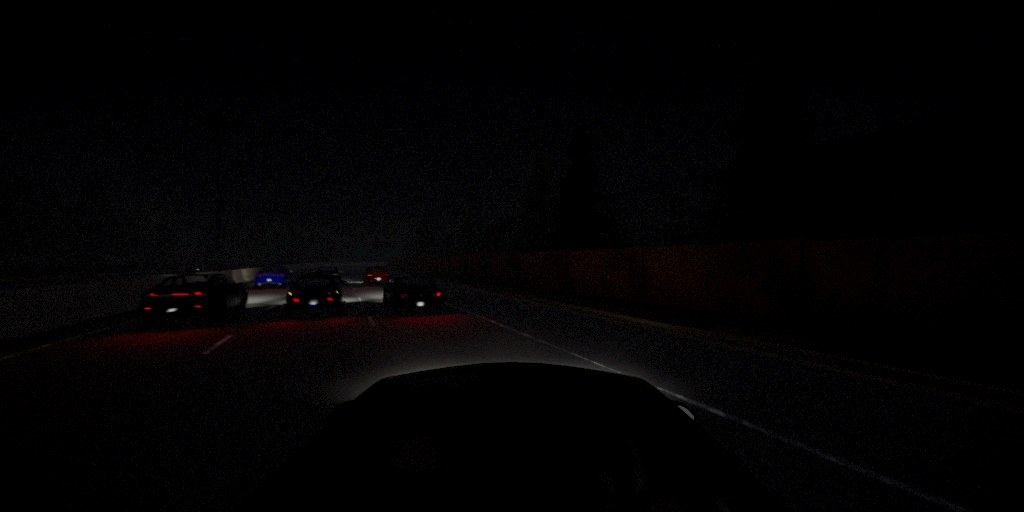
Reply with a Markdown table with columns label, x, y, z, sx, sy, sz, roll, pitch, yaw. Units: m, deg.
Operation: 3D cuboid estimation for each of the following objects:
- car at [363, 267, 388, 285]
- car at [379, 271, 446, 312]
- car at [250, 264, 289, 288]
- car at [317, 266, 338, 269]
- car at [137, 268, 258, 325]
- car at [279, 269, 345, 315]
| label | x | y | z | sx | sy | sz | roll | pitch | yaw |
| --- | --- | --- | --- | --- | --- | --- | --- | --- | --- |
| car | -11.096 | 1.585 | 29.340 | 1.812 | 1.442 | 4.674 | 0 | -1 | -25 |
| car | -4.318 | 1.504 | 15.236 | 1.895 | 1.301 | 4.718 | 0 | -1 | -25 |
| car | -17.549 | 1.498 | 26.611 | 1.882 | 1.535 | 5.008 | 0 | 0 | -25 |
| car | -14.084 | 1.527 | 27.467 | 2.128 | 1.511 | 4.902 | 0 | -1 | -25 |
| car | -10.734 | 1.356 | 12.432 | 2.128 | 1.511 | 4.902 | 0 | -1 | -25 |
| car | -7.746 | 1.414 | 14.305 | 1.812 | 1.442 | 4.674 | 0 | -1 | -25 |
